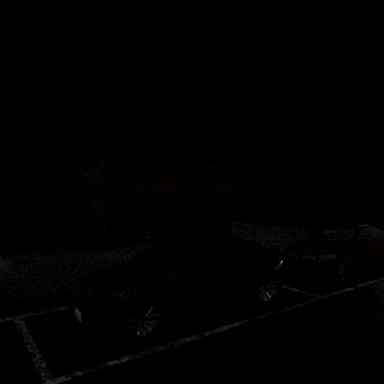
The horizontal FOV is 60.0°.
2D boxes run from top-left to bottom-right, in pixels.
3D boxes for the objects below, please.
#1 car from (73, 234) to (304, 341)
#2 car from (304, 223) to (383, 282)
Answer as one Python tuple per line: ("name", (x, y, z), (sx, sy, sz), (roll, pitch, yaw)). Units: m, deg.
("car", (-0.027, 1.566, 6.516), (4.313, 1.339, 1.947), (0, 0, -35))
("car", (4.454, 1.582, 9.708), (4.206, 1.307, 1.802), (0, 0, -35))
